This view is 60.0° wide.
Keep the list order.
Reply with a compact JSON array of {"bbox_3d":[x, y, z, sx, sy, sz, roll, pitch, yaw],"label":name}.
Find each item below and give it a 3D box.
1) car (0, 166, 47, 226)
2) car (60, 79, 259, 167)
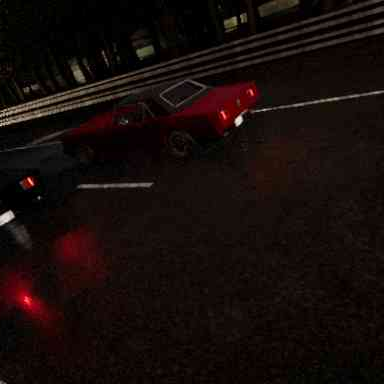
[{"bbox_3d":[-5.017,0.206,6.683,4.718,1.301,1.895,-1,31,35],"label":"car"},{"bbox_3d":[-0.996,-1.611,7.540,4.718,1.301,1.895,0,31,35],"label":"car"}]
